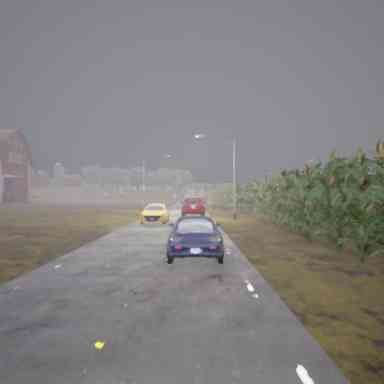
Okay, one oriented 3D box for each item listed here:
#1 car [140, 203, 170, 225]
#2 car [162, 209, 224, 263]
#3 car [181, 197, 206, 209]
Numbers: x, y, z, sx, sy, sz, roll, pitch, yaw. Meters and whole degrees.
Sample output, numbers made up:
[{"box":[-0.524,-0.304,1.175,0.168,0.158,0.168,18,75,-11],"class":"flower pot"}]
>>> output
[{"box":[-2.778,1.654,25.757,1.882,1.535,5.008,0,-1,1],"class":"car"},{"box":[0.106,1.574,12.088,1.812,1.442,4.674,0,0,0],"class":"car"},{"box":[0.112,1.472,31.736,2.150,2.045,5.566,0,-1,0],"class":"car"}]
